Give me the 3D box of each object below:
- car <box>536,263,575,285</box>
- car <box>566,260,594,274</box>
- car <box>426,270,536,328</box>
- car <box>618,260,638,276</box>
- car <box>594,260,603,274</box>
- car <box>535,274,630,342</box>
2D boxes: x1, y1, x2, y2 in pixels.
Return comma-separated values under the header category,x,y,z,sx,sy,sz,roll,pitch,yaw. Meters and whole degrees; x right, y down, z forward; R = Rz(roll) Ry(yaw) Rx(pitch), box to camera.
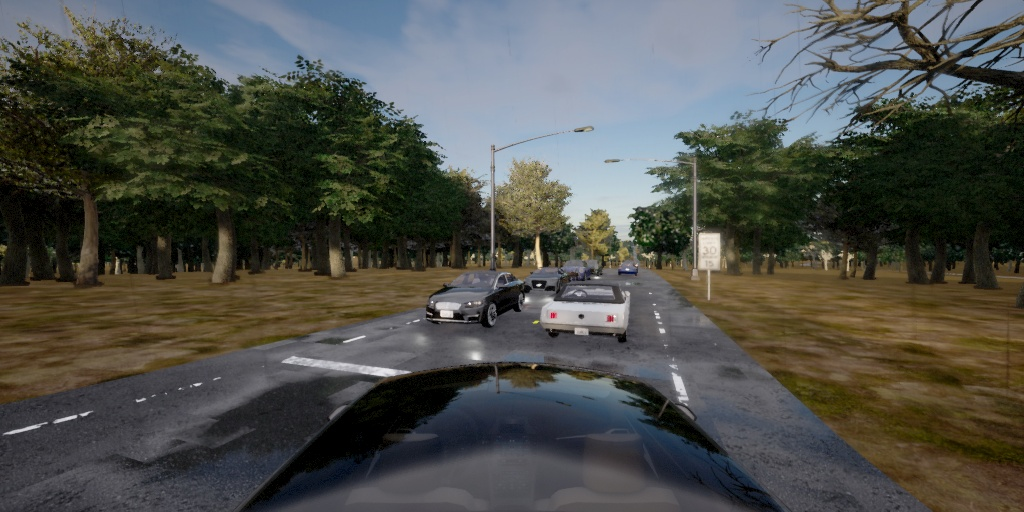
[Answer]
category,x,y,z,sx,sy,sz,roll,pitch,yaw
car,2.033,1.296,20.029,1.994,1.385,4.181,0,0,20
car,4.969,1.094,28.330,2.097,1.767,4.553,0,0,20
car,-0.950,1.233,11.623,2.128,1.511,4.902,0,0,18
car,12.711,1.416,39.283,1.994,1.385,4.181,0,-1,20
car,8.290,1.165,37.636,2.097,1.767,4.553,0,-1,20
car,2.250,1.344,9.843,1.895,1.301,4.718,0,0,19
